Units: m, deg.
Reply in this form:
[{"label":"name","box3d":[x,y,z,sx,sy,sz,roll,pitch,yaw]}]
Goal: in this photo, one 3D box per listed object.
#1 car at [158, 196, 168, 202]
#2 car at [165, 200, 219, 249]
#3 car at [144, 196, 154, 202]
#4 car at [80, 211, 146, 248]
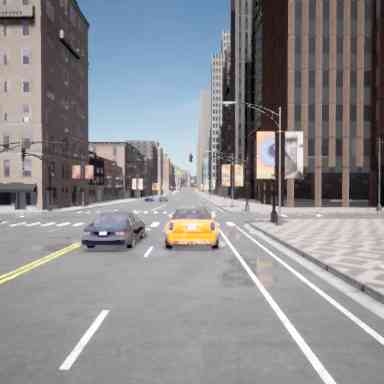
[{"label":"car","box3d":[-6.499,1.599,75.306,1.994,1.385,4.181,0,0,0]},{"label":"car","box3d":[0.001,1.366,14.623,2.097,1.767,4.553,0,0,0]},{"label":"car","box3d":[-9.749,1.641,75.276,1.895,1.301,4.718,0,0,0]},{"label":"car","box3d":[-3.249,1.564,14.653,2.033,1.411,5.357,0,0,0]}]
